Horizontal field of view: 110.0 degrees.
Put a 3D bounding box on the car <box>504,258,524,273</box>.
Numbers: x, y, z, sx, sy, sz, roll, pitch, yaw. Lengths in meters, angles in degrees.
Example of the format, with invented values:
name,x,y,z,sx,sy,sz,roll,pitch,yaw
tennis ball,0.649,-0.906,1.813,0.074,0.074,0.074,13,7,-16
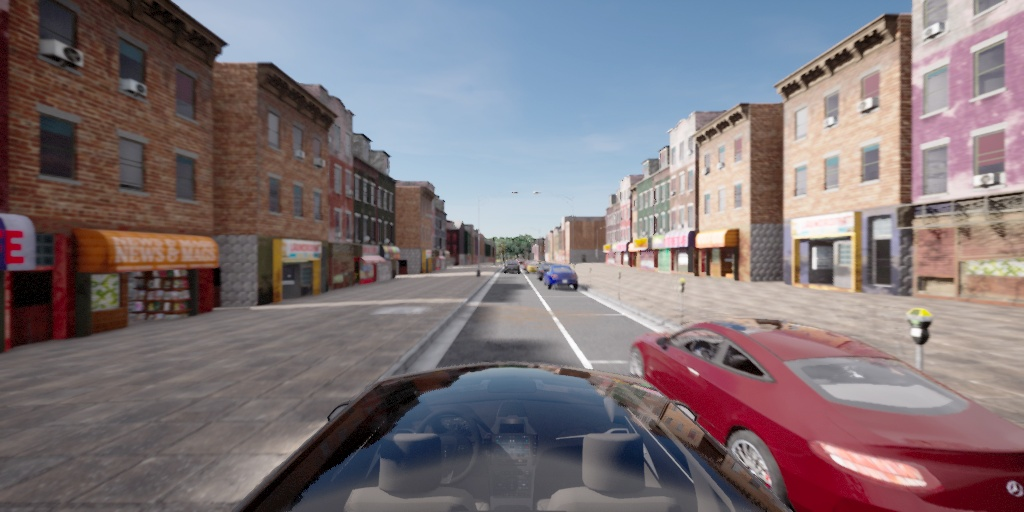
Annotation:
name,x,y,z,sx,sy,sz,roll,pitch,yaw
car,0.049,1.299,43.899,2.128,1.511,4.902,0,0,1

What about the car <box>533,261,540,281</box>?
name,x,y,z,sx,sy,sz,roll,pitch,yaw
car,3.027,1.299,29.818,1.812,1.442,4.674,0,0,0

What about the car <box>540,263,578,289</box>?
name,x,y,z,sx,sy,sz,roll,pitch,yaw
car,3.026,1.287,22.817,1.812,1.442,4.674,0,0,0

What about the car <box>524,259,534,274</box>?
name,x,y,z,sx,sy,sz,roll,pitch,yaw
car,2.642,1.329,42.350,1.751,1.417,4.829,0,0,0

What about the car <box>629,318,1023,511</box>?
name,x,y,z,sx,sy,sz,roll,pitch,yaw
car,2.638,1.331,3.913,1.802,1.307,4.207,0,0,0
